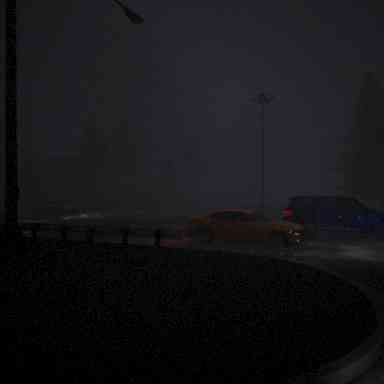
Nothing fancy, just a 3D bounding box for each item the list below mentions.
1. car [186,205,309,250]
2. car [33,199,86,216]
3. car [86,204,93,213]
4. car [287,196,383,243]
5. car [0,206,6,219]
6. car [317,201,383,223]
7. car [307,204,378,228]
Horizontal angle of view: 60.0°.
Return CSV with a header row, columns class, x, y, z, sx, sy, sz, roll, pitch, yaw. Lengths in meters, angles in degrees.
class,x,y,z,sx,sy,sz,roll,pitch,yaw
car,2.201,1.462,14.282,5.008,1.535,1.882,1,0,23
car,-13.121,1.468,32.235,5.008,1.535,1.882,0,0,23
car,-12.913,1.512,35.954,4.674,1.442,1.812,0,0,23
car,7.189,1.199,15.958,5.566,2.045,2.150,0,0,23
car,-15.984,1.526,25.846,4.674,1.442,1.812,0,0,23
car,12.139,1.452,25.263,4.902,1.511,2.128,0,0,23
car,10.013,1.530,22.365,4.181,1.385,1.994,0,0,23
